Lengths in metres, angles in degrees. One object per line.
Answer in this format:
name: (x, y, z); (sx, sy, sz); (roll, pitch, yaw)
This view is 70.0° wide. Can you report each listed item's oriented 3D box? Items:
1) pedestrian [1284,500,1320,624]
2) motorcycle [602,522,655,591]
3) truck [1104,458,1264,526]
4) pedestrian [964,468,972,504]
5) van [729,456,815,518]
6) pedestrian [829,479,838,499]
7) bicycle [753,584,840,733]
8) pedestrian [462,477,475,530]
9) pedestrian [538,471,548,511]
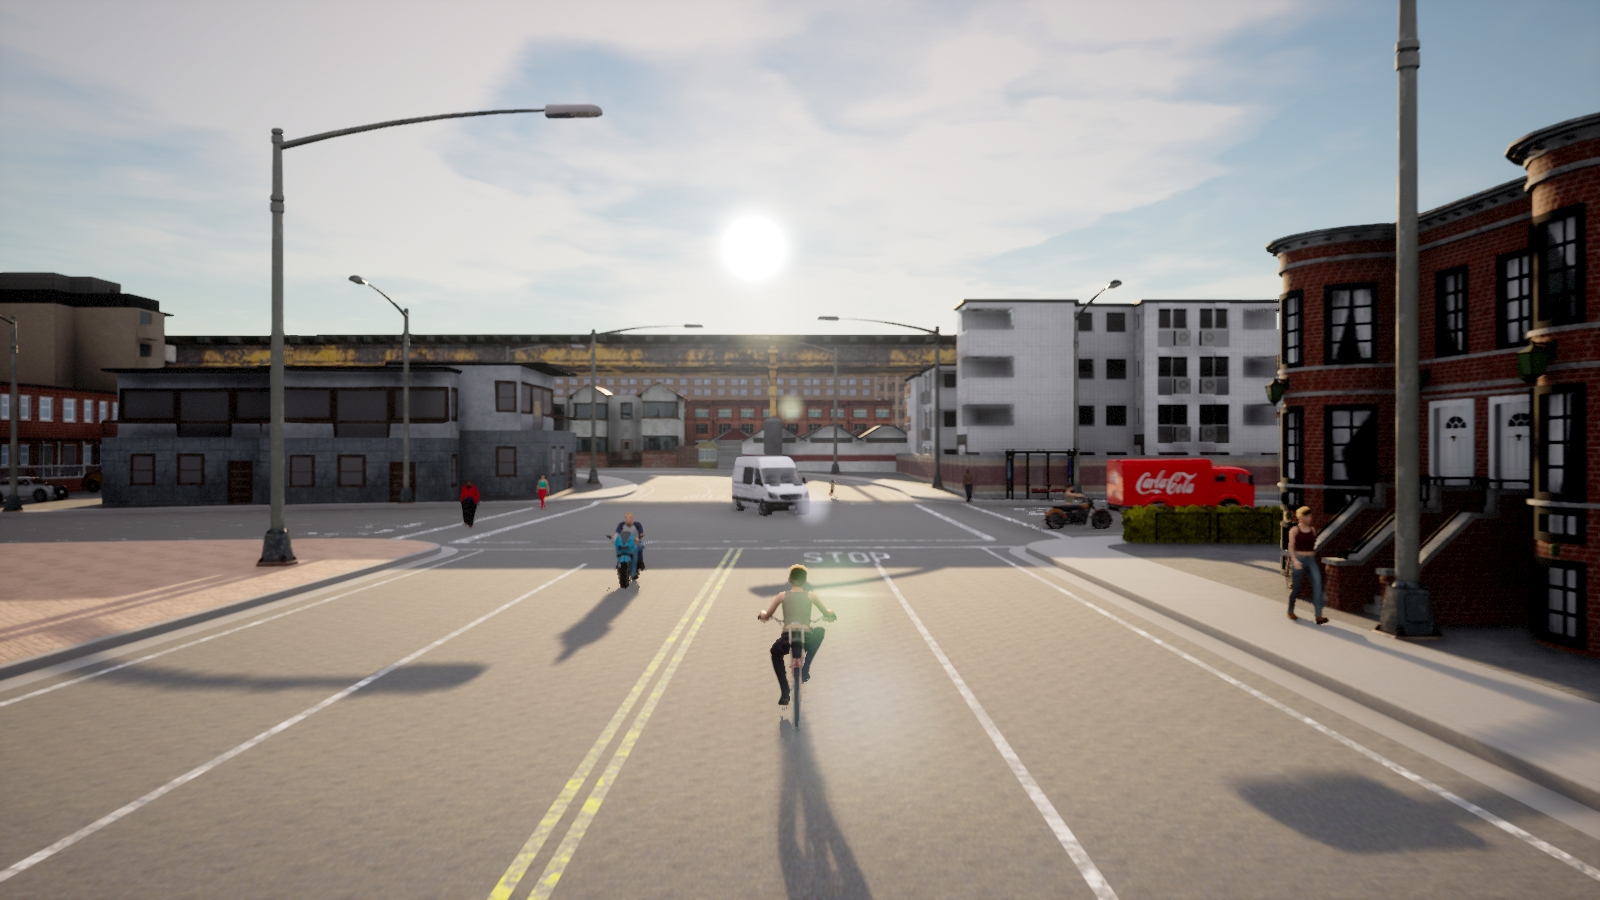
pedestrian: (7.670, 1.699, 17.461); (0.375, 1.860, 0.375); (0, 0, -6)
motorcycle: (-3.530, 2.174, 23.669); (0.803, 1.224, 2.033); (0, 0, 0)
truck: (14.510, 1.567, 43.445); (5.204, 2.467, 2.627); (0, 0, 1)
pedestrian: (8.658, 1.848, 58.813); (0.375, 1.860, 0.375); (0, 0, 6)
van: (-1.344, 1.563, 50.904); (1.988, 2.561, 5.915); (-1, 0, -20)
pedestrian: (1.811, 2.096, 61.633); (0.500, 1.100, 0.500); (0, 0, 2)
bicycle: (-0.030, 2.145, 12.018); (0.859, 1.301, 1.487); (0, 0, 0)
pedestrian: (-11.824, 1.897, 40.781); (0.375, 1.860, 0.375); (0, 0, -7)
pedestrian: (-11.950, 1.892, 53.182); (0.375, 1.860, 0.375); (0, 0, 1)
